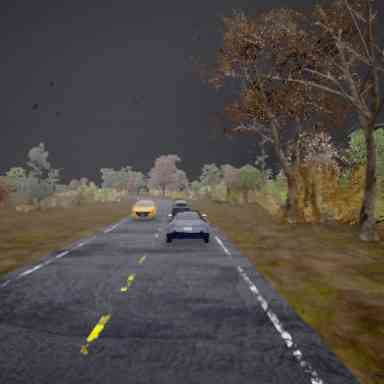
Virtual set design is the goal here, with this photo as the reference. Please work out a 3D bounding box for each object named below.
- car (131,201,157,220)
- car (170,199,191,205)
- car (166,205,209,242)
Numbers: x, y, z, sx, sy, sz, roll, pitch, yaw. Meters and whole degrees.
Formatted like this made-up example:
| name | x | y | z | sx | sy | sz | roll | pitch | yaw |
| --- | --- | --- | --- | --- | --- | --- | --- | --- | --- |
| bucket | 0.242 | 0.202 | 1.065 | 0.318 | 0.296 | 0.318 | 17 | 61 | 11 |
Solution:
| name | x | y | z | sx | sy | sz | roll | pitch | yaw |
| --- | --- | --- | --- | --- | --- | --- | --- | --- | --- |
| car | -3.982 | 1.486 | 28.301 | 1.882 | 1.535 | 5.008 | 0 | 0 | -3 |
| car | -1.186 | 1.513 | 34.189 | 1.837 | 1.490 | 4.892 | 0 | 0 | -4 |
| car | -0.240 | 1.566 | 16.463 | 1.994 | 1.385 | 4.181 | 0 | 0 | -2 |
